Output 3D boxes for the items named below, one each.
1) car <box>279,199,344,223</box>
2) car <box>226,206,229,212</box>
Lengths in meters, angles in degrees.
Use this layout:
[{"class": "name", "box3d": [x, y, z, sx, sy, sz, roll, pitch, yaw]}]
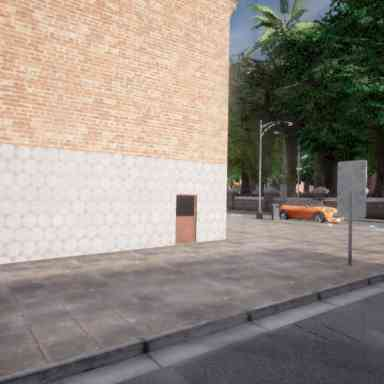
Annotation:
[{"class": "car", "box3d": [8.755, 1.344, 24.606, 2.097, 1.767, 4.553, 2, -1, -35]}, {"class": "car", "box3d": [1.559, 1.533, 34.897, 2.033, 1.411, 5.357, 2, -1, -35]}]
